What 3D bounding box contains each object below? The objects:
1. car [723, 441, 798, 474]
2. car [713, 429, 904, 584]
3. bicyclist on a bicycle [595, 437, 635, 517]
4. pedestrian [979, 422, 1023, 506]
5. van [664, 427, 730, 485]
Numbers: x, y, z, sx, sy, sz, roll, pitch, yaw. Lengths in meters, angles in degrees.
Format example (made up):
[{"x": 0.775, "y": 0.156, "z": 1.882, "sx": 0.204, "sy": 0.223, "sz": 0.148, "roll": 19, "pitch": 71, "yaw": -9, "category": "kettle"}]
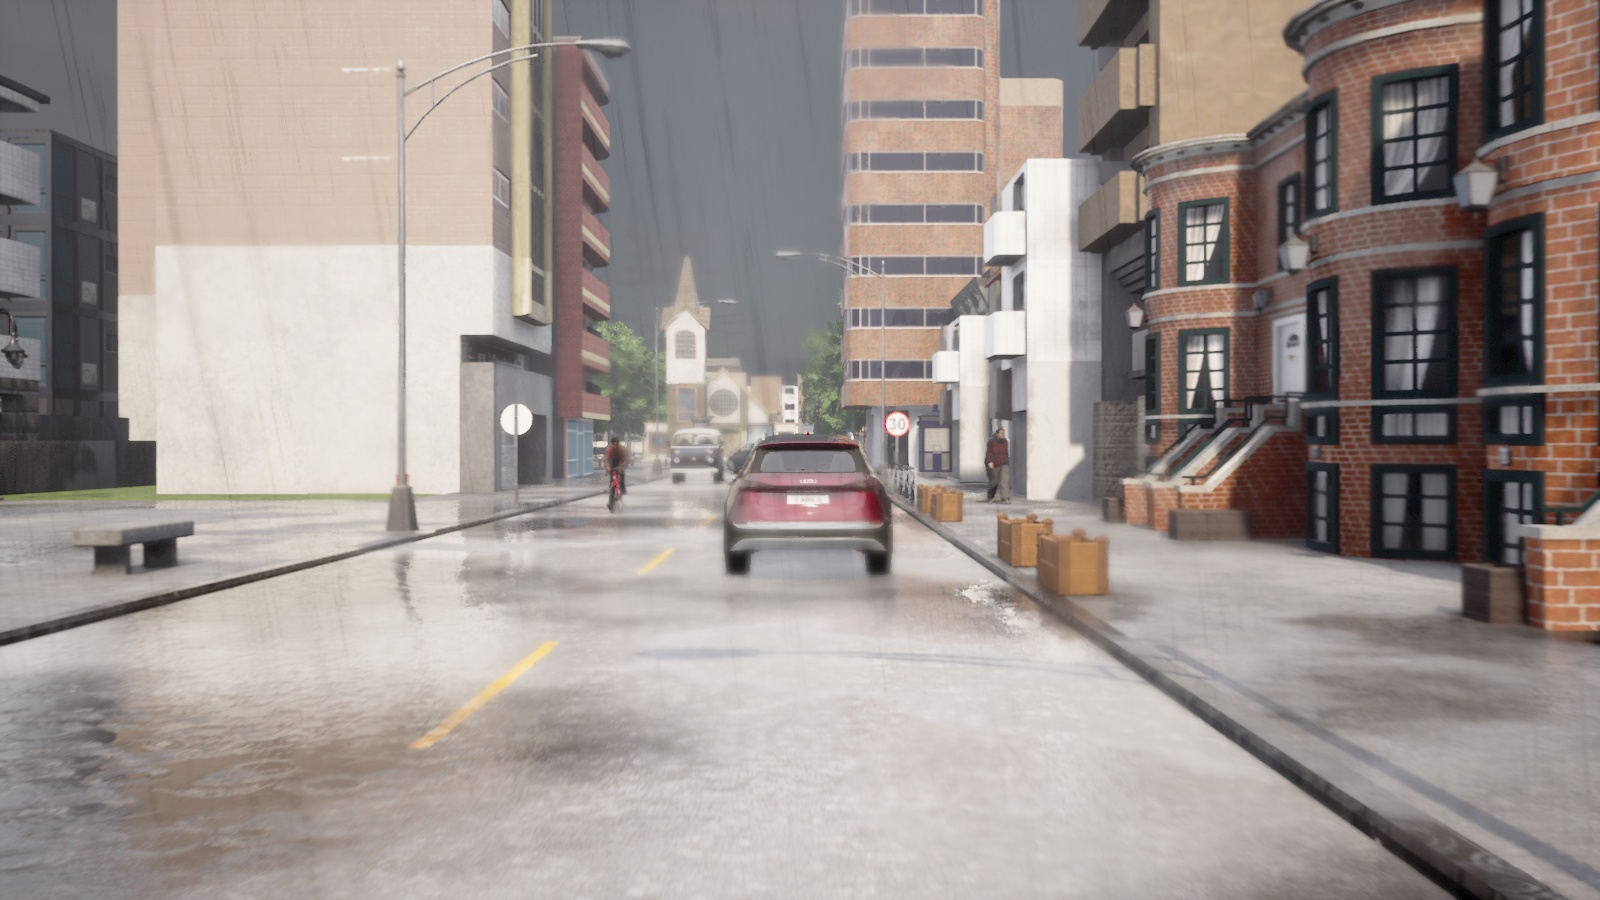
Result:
[{"x": -1.985, "y": 0.348, "z": 61.425, "sx": 2.007, "sy": 1.525, "sz": 4.514, "roll": 0, "pitch": 0, "yaw": -26, "category": "car"}, {"x": 0.097, "y": 0.588, "z": 15.773, "sx": 2.033, "sy": 1.649, "sz": 4.856, "roll": 0, "pitch": 0, "yaw": 0, "category": "car"}, {"x": -3.860, "y": 0.548, "z": 26.308, "sx": 0.582, "sy": 1.620, "sz": 1.656, "roll": 0, "pitch": 1, "yaw": 0, "category": "bicyclist on a bicycle"}, {"x": 4.494, "y": 0.301, "z": 28.116, "sx": 0.634, "sy": 1.844, "sz": 0.899, "roll": 0, "pitch": 0, "yaw": -19, "category": "pedestrian"}, {"x": -3.778, "y": 0.204, "z": 46.605, "sx": 2.069, "sy": 2.038, "sz": 4.480, "roll": 0, "pitch": 0, "yaw": 0, "category": "van"}]
